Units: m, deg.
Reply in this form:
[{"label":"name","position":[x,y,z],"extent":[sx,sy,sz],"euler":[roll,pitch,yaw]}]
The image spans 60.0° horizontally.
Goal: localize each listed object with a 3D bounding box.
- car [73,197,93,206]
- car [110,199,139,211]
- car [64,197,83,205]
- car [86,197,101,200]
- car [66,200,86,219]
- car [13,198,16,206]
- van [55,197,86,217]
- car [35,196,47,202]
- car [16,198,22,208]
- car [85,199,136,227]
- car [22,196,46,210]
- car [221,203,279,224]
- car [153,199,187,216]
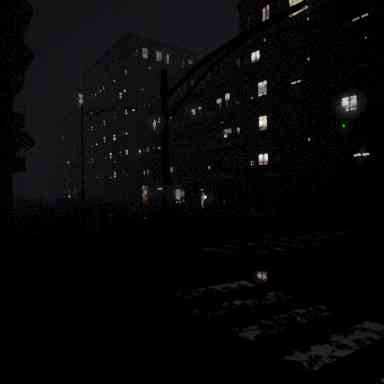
[{"label":"car","position":[-18.340,1.637,55.828],"extent":[1.947,1.339,4.313],"euler":[-1,1,-36]},{"label":"car","position":[-8.679,1.575,42.325],"extent":[2.008,1.369,4.403],"euler":[-1,1,-36]},{"label":"car","position":[-21.560,1.639,60.329],"extent":[2.008,1.369,4.403],"euler":[-1,1,-36]},{"label":"car","position":[-15.121,1.496,51.326],"extent":[1.967,1.590,4.097],"euler":[-1,1,-36]},{"label":"car","position":[-8.956,1.649,28.309],"extent":[1.752,1.417,4.829],"euler":[-1,1,-36]},{"label":"car","position":[-31.595,1.779,59.955],"extent":[1.887,1.381,4.507],"euler":[-1,1,-36]},{"label":"van","position":[-12.278,1.480,32.947],"extent":[1.690,1.788,3.998],"euler":[-1,1,-36]},{"label":"car","position":[-37.660,1.722,82.835],"extent":[1.887,1.381,4.507],"euler":[-1,1,-36]},{"label":"car","position":[-25.154,1.766,50.953],"extent":[1.947,1.339,4.313],"euler":[-1,1,-36]},{"label":"car","position":[-5.837,1.549,23.947],"extent":[1.967,1.590,4.097],"euler":[-1,1,-36]},{"label":"car","position":[-21.937,1.625,46.451],"extent":[1.967,1.590,4.097],"euler":[-1,1,-36]},{"label":"car","position":[4.101,1.492,24.459],"extent":[1.752,1.417,4.829],"euler":[-1,1,-36]},{"label":"car","position":[-2.241,1.435,33.322],"extent":[1.967,1.590,4.097],"euler":[-1,1,-36]}]
